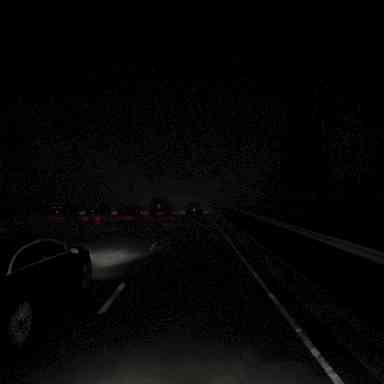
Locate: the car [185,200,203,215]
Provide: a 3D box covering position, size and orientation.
[{"bbox_3d":[0.249,1.888,37.959,1.994,1.385,4.181,0,0,0],"label":"car"}]

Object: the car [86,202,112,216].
[{"bbox_3d":[-10.355,1.827,36.975,1.812,1.442,4.674,0,0,0],"label":"car"}]

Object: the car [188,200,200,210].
[{"bbox_3d":[0.291,1.962,51.037,1.812,1.442,4.674,0,0,0],"label":"car"}]

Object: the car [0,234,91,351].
[{"bbox_3d":[-3.382,1.542,6.250,2.128,1.511,4.902,0,0,0],"label":"car"}]

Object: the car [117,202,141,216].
[{"bbox_3d":[-6.857,1.780,36.545,1.882,1.535,5.008,0,0,0],"label":"car"}]

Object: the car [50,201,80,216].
[{"bbox_3d":[-13.857,1.798,36.574,1.837,1.490,4.892,0,0,0],"label":"car"}]

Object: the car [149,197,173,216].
[{"bbox_3d":[-3.356,1.529,36.562,2.150,2.045,5.566,0,0,0],"label":"car"}]
